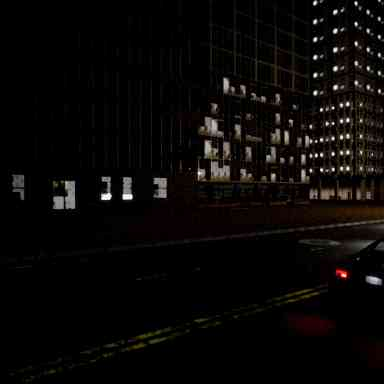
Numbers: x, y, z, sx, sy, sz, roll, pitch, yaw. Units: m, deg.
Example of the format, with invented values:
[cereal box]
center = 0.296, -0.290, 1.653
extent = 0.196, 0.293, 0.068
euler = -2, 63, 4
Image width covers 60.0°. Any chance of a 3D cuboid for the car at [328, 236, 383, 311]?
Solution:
[car]
center = 5.118, 1.547, 7.088
extent = 5.357, 1.411, 2.033
euler = 0, 0, -35
